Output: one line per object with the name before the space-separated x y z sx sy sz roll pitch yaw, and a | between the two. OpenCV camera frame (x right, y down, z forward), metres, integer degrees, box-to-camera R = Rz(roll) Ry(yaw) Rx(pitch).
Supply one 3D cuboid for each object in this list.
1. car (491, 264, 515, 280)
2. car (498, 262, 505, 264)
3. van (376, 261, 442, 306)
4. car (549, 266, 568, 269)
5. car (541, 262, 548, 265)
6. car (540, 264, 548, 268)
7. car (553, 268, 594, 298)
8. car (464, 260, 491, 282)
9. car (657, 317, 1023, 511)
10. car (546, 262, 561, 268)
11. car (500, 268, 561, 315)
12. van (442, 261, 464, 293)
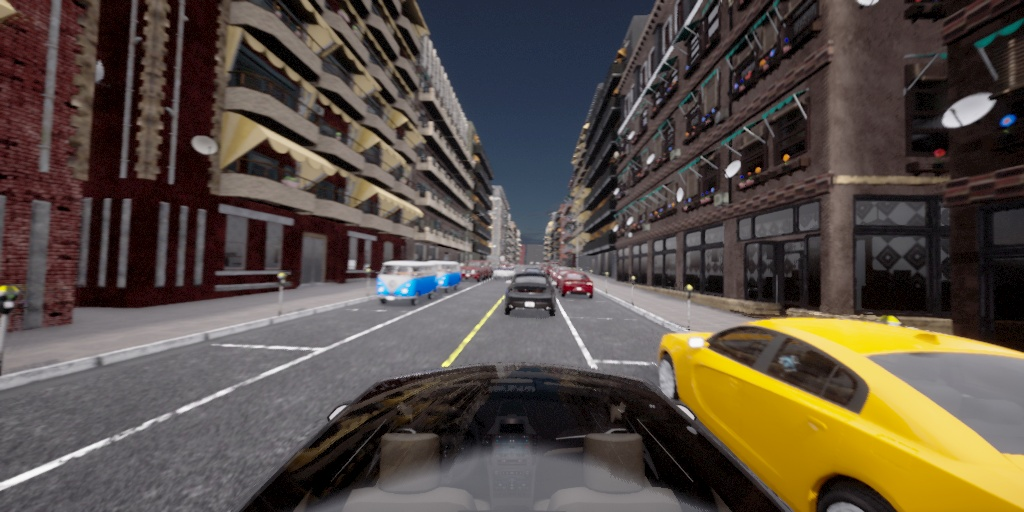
car | -0.777 1.737 36.580 1.895 1.301 4.718 1 -1 4
car | -2.533 1.817 49.072 1.948 1.339 4.313 0 0 4
van | -4.593 1.129 15.956 1.690 1.789 3.998 0 0 4
car | 3.954 1.679 26.441 1.888 1.381 4.507 0 0 4
car | 4.951 1.681 43.003 2.192 1.841 5.009 0 0 4
car | 1.790 1.699 31.123 1.994 1.385 4.181 1 -1 4
car | 3.611 1.604 20.923 1.888 1.381 4.507 0 0 4
car | -3.563 1.329 32.514 2.192 1.841 5.009 0 0 4
car | 2.985 1.322 3.368 1.882 1.535 5.008 1 -1 4
car | 4.305 1.650 31.961 1.967 1.591 4.097 0 0 4
car | 0.757 1.414 14.482 1.837 1.490 4.892 1 -1 4
van | -4.250 1.203 21.476 1.690 1.789 3.998 0 0 4
